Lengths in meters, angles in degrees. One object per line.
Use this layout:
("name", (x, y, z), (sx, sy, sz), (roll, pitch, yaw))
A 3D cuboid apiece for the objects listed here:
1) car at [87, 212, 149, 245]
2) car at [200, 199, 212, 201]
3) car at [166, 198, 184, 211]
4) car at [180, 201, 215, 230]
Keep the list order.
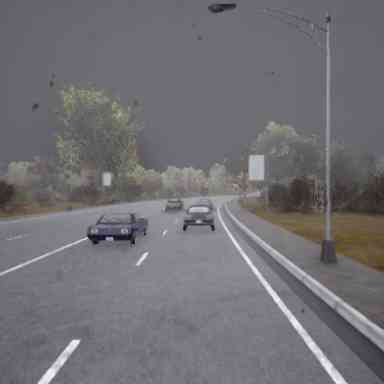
("car", (-3.218, 1.587, 15.452), (1.895, 1.301, 4.718), (0, 0, 1))
("car", (1.652, 1.537, 41.823), (1.994, 1.385, 4.181), (0, 0, 4))
("car", (-1.987, 1.462, 40.148), (2.128, 1.511, 4.902), (0, 0, 4))
("car", (0.466, 1.512, 21.062), (1.812, 1.442, 4.674), (0, 0, 2))
